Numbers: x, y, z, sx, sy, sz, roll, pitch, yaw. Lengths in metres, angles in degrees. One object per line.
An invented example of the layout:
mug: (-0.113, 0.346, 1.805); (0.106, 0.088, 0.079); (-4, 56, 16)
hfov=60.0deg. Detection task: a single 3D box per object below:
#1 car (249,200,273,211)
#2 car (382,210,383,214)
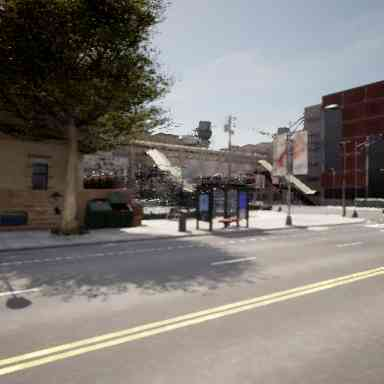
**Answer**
car: (9.444, 1.973, 48.024); (2.097, 1.535, 5.008); (1, -1, -35)
car: (22.522, 2.121, 34.402); (1.895, 1.301, 4.718); (1, 0, -35)
